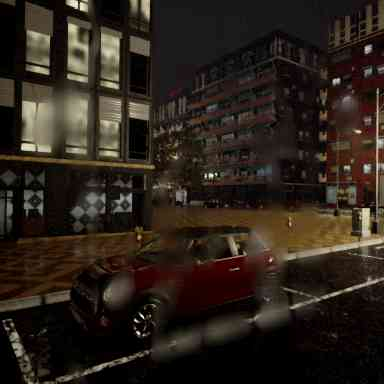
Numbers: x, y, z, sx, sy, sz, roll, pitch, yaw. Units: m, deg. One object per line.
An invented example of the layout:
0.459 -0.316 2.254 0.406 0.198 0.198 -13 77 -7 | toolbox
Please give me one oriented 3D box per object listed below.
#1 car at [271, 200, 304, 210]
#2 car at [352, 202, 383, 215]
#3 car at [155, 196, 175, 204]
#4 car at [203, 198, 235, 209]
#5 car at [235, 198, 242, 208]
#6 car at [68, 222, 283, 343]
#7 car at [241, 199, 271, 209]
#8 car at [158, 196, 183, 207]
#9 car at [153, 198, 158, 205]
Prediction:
13.450 1.806 45.997 1.802 1.307 4.206 1 -1 -35 | car
19.981 1.730 36.726 1.947 1.339 4.313 1 -1 -35 | car
-6.139 1.724 73.818 2.192 1.841 5.009 1 -1 -35 | car
3.331 1.678 45.814 2.008 1.369 4.403 1 -1 -35 | car
6.921 1.726 55.271 1.967 1.590 4.097 1 -1 -35 | car
-0.185 1.441 6.405 4.097 1.590 1.967 0 1 -35 | car
10.186 1.800 50.635 1.887 1.381 4.507 1 -1 -35 | car
-3.199 1.733 55.086 1.887 1.381 4.507 1 -1 -35 | car
-6.465 1.764 59.723 1.887 1.381 4.507 1 -1 -35 | car
